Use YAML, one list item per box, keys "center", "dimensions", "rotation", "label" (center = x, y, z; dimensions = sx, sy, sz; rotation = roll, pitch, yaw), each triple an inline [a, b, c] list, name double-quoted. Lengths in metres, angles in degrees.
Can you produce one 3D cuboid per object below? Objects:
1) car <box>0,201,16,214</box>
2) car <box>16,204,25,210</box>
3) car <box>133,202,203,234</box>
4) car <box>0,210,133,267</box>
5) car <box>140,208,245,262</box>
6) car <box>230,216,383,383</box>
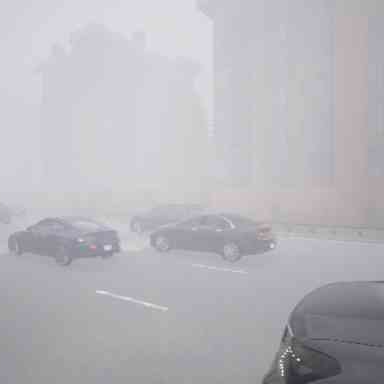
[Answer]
- center: [-14.495, 1.351, 22.930]
  dimensions: [4.553, 1.767, 2.097]
  rotation: [0, 0, 35]
  label: "car"
- center: [-15.919, 1.563, 28.244]
  dimensions: [4.181, 1.385, 1.994]
  rotation: [0, 0, 35]
  label: "car"
- center: [-1.175, 1.352, 17.727]
  dimensions: [4.553, 1.767, 2.097]
  rotation: [0, 0, 35]
  label: "car"
- center: [-4.431, 1.526, 11.450]
  dimensions: [4.674, 1.442, 1.812]
  rotation: [0, 0, 35]
  label: "car"
- center: [0.626, 1.503, 12.144]
  dimensions: [4.892, 1.490, 1.837]
  rotation: [-1, 0, 35]
  label: "car"
- center: [3.195, 1.219, 1.714]
  dimensions: [5.566, 2.045, 2.150]
  rotation: [0, 0, 35]
  label: "car"
